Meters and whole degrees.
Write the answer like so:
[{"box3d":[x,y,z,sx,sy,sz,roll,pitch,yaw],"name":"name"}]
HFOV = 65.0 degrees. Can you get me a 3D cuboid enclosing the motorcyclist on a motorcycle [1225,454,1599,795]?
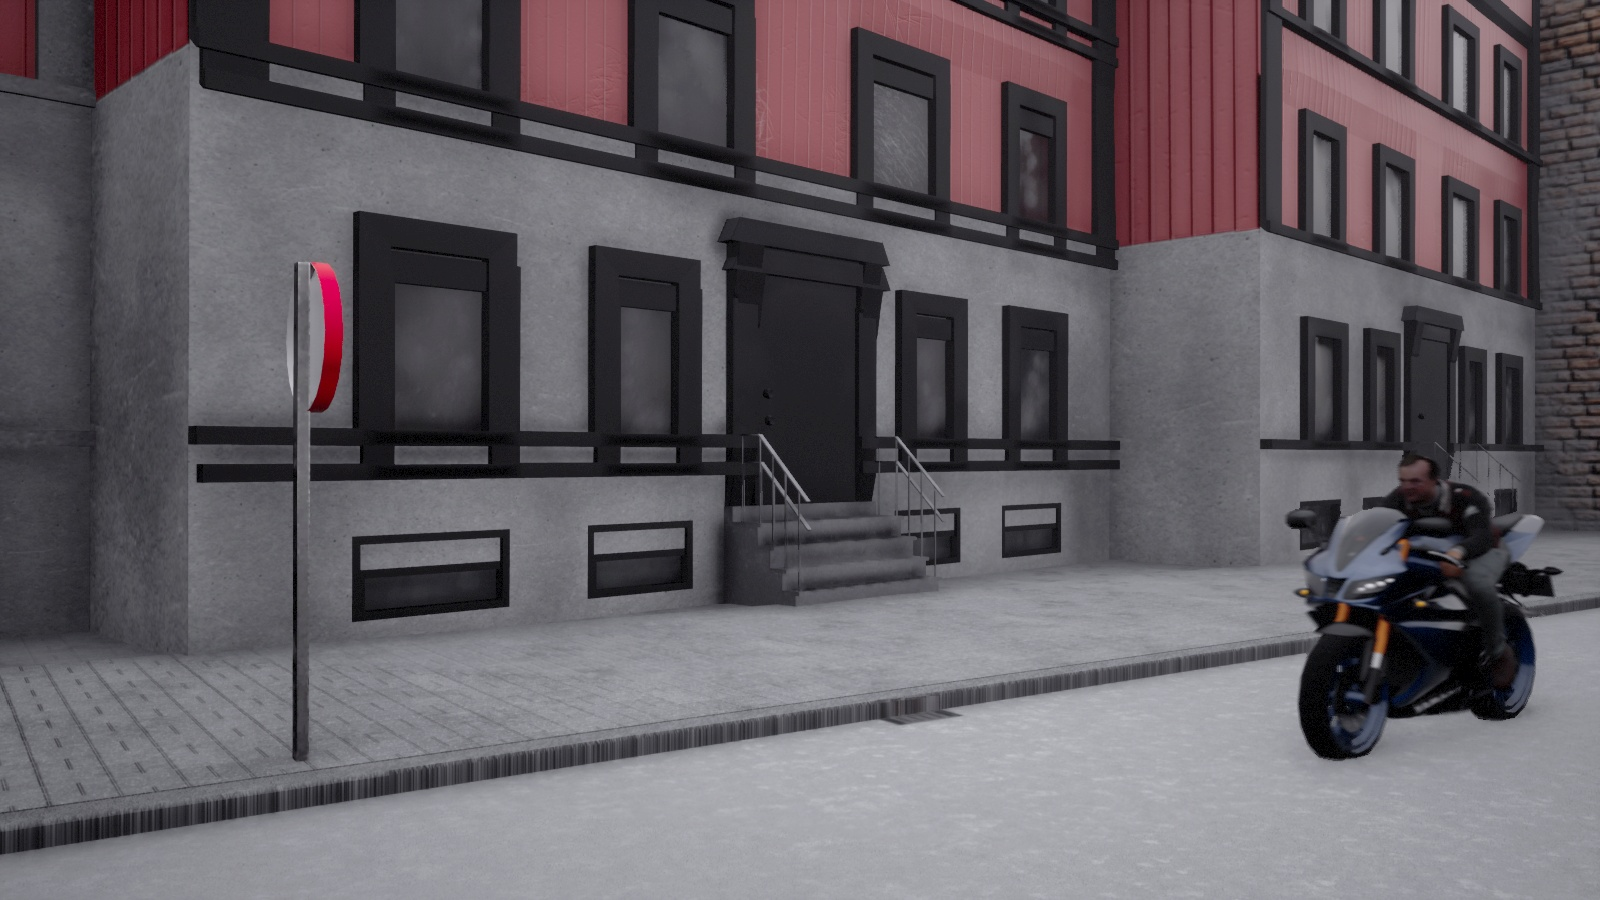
[{"box3d":[3.297,0.789,6.641,2.191,1.530,0.866,0,0,-36],"name":"motorcyclist on a motorcycle"}]
